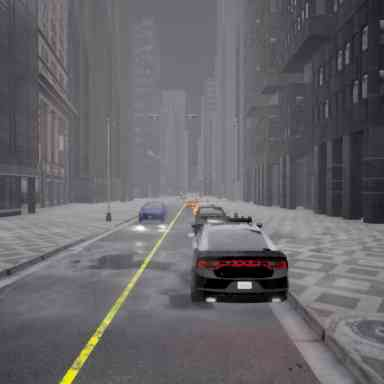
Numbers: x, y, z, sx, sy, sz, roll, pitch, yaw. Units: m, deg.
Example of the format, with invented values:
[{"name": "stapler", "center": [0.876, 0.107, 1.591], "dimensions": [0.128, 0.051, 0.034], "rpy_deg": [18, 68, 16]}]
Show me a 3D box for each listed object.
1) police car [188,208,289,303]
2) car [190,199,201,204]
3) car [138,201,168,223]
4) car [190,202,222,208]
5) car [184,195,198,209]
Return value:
[{"name": "police car", "center": [0.929, 1.426, 8.389], "dimensions": [1.930, 1.638, 5.238], "rpy_deg": [0, 0, 0]}, {"name": "car", "center": [0.989, 1.495, 24.281], "dimensions": [1.882, 1.535, 5.008], "rpy_deg": [0, 0, 0]}, {"name": "car", "center": [-2.906, 1.496, 25.706], "dimensions": [1.882, 1.535, 5.008], "rpy_deg": [0, 0, 0]}, {"name": "car", "center": [0.966, 1.514, 18.280], "dimensions": [1.837, 1.490, 4.892], "rpy_deg": [0, 0, 0]}, {"name": "car", "center": [0.199, 1.529, 47.048], "dimensions": [1.882, 1.535, 5.008], "rpy_deg": [0, 0, 1]}]
